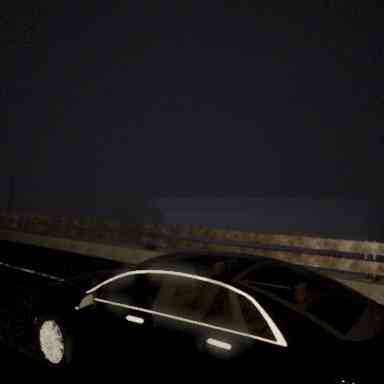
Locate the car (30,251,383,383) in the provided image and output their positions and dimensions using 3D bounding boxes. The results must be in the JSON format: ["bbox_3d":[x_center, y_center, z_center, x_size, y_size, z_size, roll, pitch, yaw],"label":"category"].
[{"bbox_3d":[-0.032,1.496,4.029,4.892,1.490,1.837,0,0,36],"label":"car"}]
